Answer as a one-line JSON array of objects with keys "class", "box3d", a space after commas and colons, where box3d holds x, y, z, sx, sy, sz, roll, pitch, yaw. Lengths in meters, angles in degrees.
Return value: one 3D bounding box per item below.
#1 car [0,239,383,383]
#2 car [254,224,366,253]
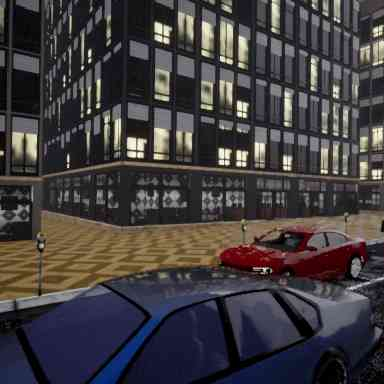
[{"class": "car", "box3d": [-0.221, 1.548, 3.224, 5.357, 1.411, 2.033, 0, 0, -36]}, {"class": "car", "box3d": [2.665, 1.547, 8.454, 4.507, 1.381, 1.887, 0, 1, -36]}]
